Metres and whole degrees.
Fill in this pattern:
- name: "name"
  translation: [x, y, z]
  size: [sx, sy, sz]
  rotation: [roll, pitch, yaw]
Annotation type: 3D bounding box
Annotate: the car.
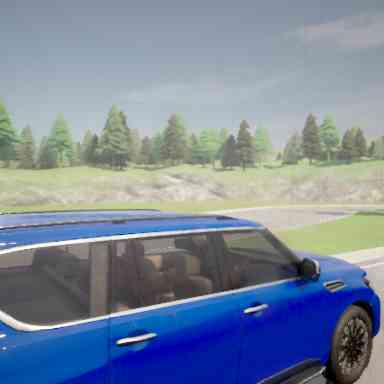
- name: "car"
  translation: [-0.152, 1.214, 3.649]
  size: [5.566, 2.045, 2.150]
  rotation: [0, 0, -37]
